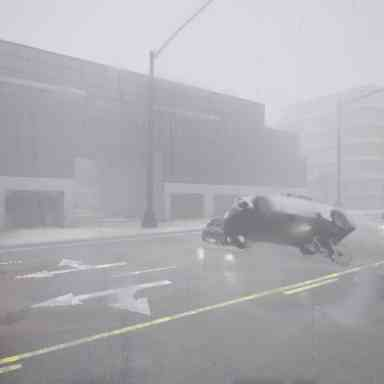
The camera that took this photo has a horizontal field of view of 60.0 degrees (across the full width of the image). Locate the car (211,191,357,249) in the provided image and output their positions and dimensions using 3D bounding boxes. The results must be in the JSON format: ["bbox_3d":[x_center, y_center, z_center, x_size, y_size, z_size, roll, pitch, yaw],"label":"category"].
[{"bbox_3d":[3.280,0.925,11.287,4.674,1.442,1.812,10,-41,-17],"label":"car"}]

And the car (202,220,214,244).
[{"bbox_3d":[2.631,1.327,14.469,4.553,1.767,2.097,0,0,-36],"label":"car"}]

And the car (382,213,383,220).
[{"bbox_3d":[15.186,1.398,23.330,4.181,1.385,1.994,0,0,-35],"label":"car"}]

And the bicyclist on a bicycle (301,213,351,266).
[{"bbox_3d":[4.162,1.477,10.490,0.582,1.620,1.656,-5,1,-41],"label":"bicyclist on a bicycle"}]
